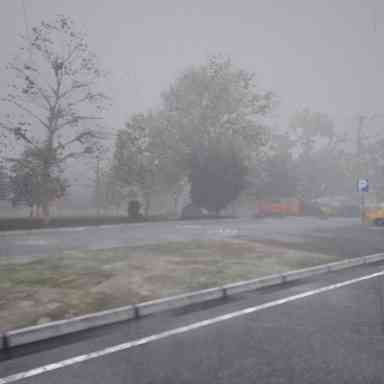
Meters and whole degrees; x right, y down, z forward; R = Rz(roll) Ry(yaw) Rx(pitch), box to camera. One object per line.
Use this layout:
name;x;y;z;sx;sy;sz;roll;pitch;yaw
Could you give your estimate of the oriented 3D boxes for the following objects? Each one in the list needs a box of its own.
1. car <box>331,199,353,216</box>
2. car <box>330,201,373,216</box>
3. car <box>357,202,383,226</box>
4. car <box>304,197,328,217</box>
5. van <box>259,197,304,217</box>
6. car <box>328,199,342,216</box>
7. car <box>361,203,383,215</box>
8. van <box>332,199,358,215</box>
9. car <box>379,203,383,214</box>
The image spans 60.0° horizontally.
car;15.943;2.006;39.702;2.231;1.521;4.892;2;-1;-35
car;20.470;2.051;42.899;2.185;1.767;4.553;2;-1;-35
car;14.443;1.703;22.349;1.946;1.575;5.366;2;-1;-35
car;11.424;1.591;36.522;2.435;2.045;5.566;2;-1;-35
van;9.017;1.544;34.916;1.878;1.987;4.442;2;-1;-35
car;13.795;1.919;37.951;1.946;1.575;5.366;2;-1;-35
car;27.217;2.434;47.740;2.231;1.521;4.892;2;-1;-35
van;18.133;1.865;41.414;1.878;1.987;4.442;2;-1;-35
car;31.830;2.601;50.810;1.946;1.575;5.366;2;-1;-35
